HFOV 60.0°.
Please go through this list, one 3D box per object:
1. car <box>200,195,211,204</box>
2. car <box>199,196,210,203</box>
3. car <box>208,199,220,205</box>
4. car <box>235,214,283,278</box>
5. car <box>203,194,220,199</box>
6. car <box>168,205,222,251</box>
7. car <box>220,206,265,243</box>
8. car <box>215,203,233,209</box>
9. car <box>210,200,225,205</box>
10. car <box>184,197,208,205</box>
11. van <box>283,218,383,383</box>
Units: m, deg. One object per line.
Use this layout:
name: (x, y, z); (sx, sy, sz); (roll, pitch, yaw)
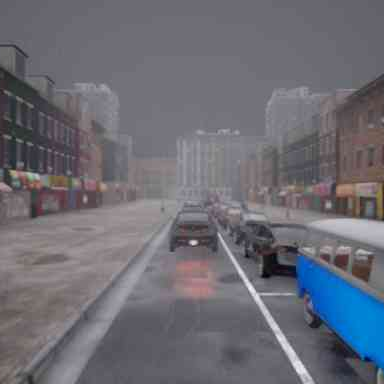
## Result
car: (2.633, 1.499, 64.939); (1.967, 1.590, 4.097); (0, 0, 0)
car: (2.631, 1.620, 70.443); (2.008, 1.369, 4.403); (0, 0, 0)
car: (2.639, 1.594, 31.917); (1.802, 1.307, 4.206); (0, 0, 0)
car: (2.644, 1.565, 9.903); (1.947, 1.339, 4.313); (1, 0, 0)
car: (2.742, 1.254, 46.785); (2.150, 2.045, 5.566); (0, 0, 0)
car: (0.068, 1.506, 14.038); (1.837, 1.490, 4.892); (0, 0, 0)
car: (2.643, 1.552, 15.406); (2.008, 1.369, 4.403); (1, 0, 0)
car: (2.641, 1.586, 20.910); (1.802, 1.307, 4.206); (1, 0, 0)
car: (2.640, 1.590, 26.413); (1.802, 1.307, 4.206); (1, 0, 0)
car: (0.066, 1.502, 29.076); (2.128, 1.511, 4.902); (0, 0, 0)
van: (2.647, 1.340, 4.399); (1.690, 1.788, 3.998); (1, 0, 0)
